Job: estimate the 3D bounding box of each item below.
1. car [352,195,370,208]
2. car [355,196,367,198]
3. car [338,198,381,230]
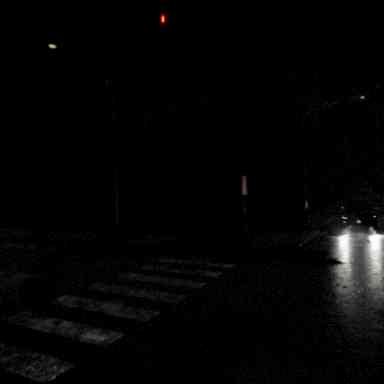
[{"bbox_3d":[21.285,1.173,41.861,1.994,1.385,4.181,-1,0,28],"label":"car"},{"bbox_3d":[14.643,1.197,28.956,1.882,1.535,5.008,-1,0,27],"label":"car"},{"bbox_3d":[9.954,1.312,19.817,1.837,1.490,4.892,-1,0,27],"label":"car"}]
